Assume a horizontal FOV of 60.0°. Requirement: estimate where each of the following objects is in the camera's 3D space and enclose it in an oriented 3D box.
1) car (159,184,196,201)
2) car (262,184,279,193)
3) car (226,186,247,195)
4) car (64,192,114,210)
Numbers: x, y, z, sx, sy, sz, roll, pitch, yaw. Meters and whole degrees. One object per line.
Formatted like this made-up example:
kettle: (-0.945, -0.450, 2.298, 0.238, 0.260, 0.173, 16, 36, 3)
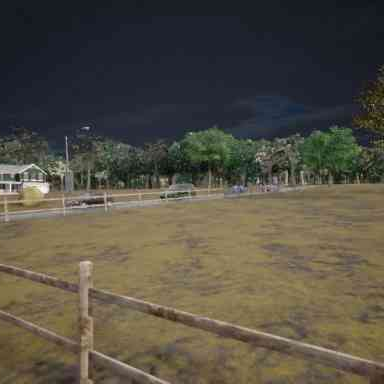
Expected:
car: (-1.759, 0.013, 41.906, 2.150, 2.045, 5.566, -3, 1, 36)
car: (13.779, -0.651, 58.627, 1.994, 1.385, 4.181, -3, 1, 36)
car: (7.390, -0.266, 54.568, 1.812, 1.442, 4.674, -3, 1, 36)
car: (-9.552, 0.818, 30.967, 1.837, 1.490, 4.892, -3, 1, 36)
